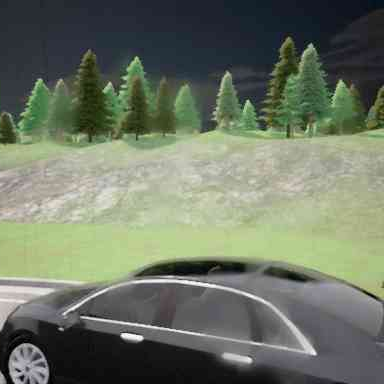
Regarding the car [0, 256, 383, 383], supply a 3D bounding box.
[{"bbox_3d":[-0.061,1.498,3.663,4.892,1.490,1.837,-2,-2,29],"label":"car"}]
